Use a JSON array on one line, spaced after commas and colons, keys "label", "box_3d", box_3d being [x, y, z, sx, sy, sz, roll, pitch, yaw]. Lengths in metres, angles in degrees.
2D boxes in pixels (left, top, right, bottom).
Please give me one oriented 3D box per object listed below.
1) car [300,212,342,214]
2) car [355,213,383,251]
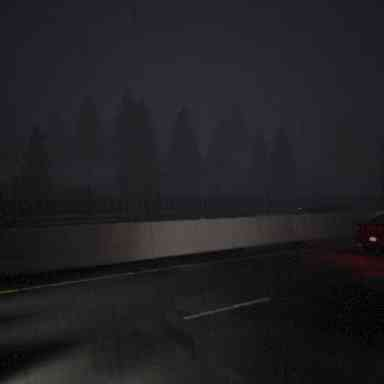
[{"label": "car", "box_3d": [11.754, 1.502, 29.376, 4.718, 1.301, 1.895, 0, 0, -21]}, {"label": "car", "box_3d": [8.324, 1.437, 12.392, 5.008, 1.535, 1.882, 0, 0, -27]}]
